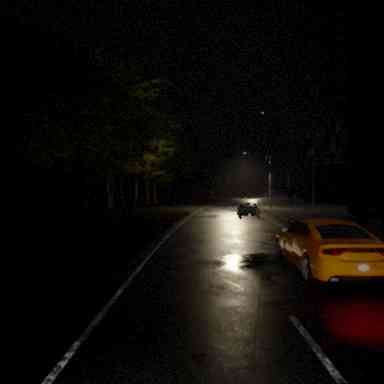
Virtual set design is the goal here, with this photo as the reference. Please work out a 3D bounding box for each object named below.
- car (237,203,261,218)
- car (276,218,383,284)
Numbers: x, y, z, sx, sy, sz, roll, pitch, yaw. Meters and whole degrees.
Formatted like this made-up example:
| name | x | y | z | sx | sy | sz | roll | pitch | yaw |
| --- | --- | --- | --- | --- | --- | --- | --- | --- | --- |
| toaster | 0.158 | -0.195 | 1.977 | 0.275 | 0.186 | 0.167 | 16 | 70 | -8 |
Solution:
| name | x | y | z | sx | sy | sz | roll | pitch | yaw |
| --- | --- | --- | --- | --- | --- | --- | --- | --- | --- |
| car | 5.100 | 1.663 | 30.535 | 1.895 | 1.301 | 4.718 | 0 | 0 | 5 |
| car | 3.804 | 1.506 | 9.709 | 1.882 | 1.535 | 5.008 | 0 | 0 | 2 |
